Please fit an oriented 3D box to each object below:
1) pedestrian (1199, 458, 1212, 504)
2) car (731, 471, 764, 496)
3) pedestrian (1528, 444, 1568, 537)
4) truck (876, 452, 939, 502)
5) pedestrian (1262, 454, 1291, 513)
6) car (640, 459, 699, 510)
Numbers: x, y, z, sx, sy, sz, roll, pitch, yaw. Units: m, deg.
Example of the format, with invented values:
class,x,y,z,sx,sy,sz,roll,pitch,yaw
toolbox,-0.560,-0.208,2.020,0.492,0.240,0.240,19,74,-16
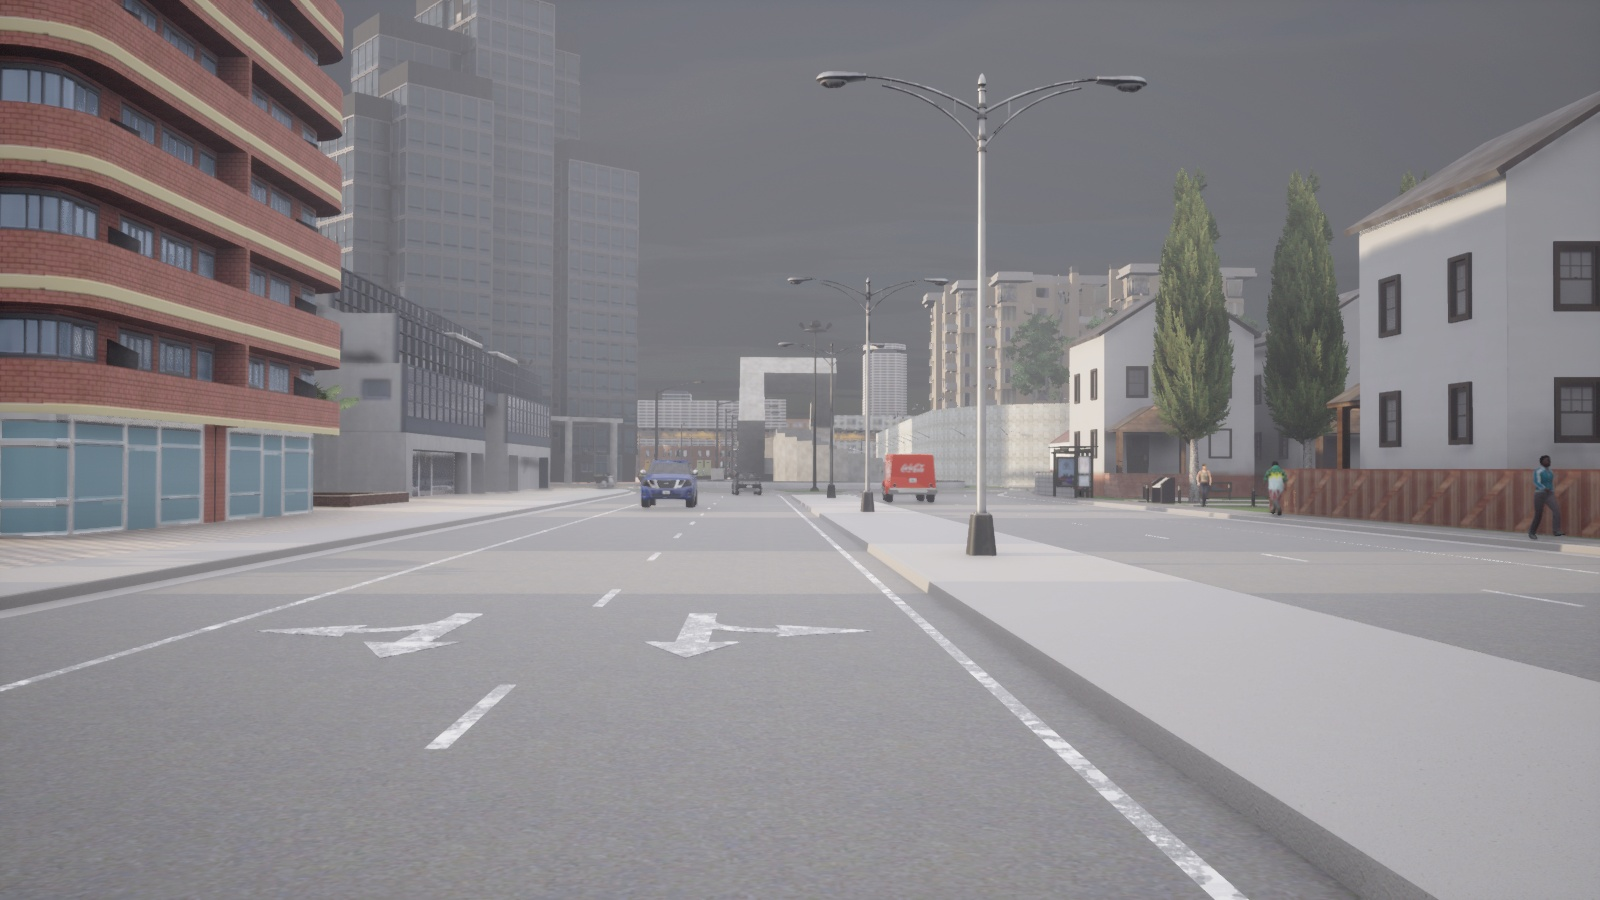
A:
class,x,y,z,sx,sy,sz,roll,pitch,yaw
pedestrian,16.460,1.258,51.018,0.345,1.836,0.594,0,-1,4
car,-3.397,2.161,80.862,1.789,1.549,3.705,0,-1,-8
pedestrian,15.868,0.852,26.643,0.396,1.930,0.692,0,-1,-3
truck,5.529,1.397,65.159,2.627,2.467,5.204,0,-1,-2
pedestrian,15.873,1.107,41.859,0.659,1.952,0.873,0,-1,4
car,-5.549,1.458,53.850,2.150,2.045,5.566,0,-1,-2
